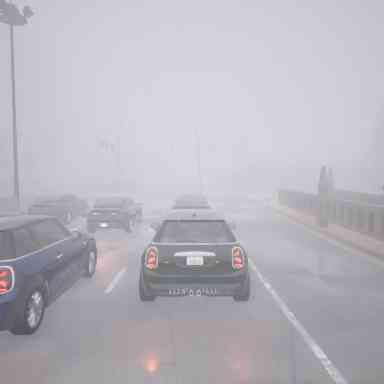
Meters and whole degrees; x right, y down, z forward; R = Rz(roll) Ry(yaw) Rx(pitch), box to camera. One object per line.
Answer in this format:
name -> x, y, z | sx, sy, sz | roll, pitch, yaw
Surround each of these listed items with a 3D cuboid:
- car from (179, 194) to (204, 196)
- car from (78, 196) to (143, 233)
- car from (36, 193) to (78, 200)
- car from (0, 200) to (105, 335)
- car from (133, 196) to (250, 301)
car -> -0.039, 0.820, 17.357 | 1.882, 1.535, 5.008 | 0, 3, 0
car -> -3.531, 0.937, 15.776 | 1.837, 1.490, 4.892 | 0, 3, 0
car -> -7.046, 0.808, 17.938 | 1.837, 1.490, 4.892 | 0, 3, -1
car -> -3.451, 1.232, 6.688 | 2.097, 1.767, 4.553 | 0, 2, -1
car -> 0.037, 1.184, 8.125 | 2.097, 1.767, 4.553 | 0, 2, 0
